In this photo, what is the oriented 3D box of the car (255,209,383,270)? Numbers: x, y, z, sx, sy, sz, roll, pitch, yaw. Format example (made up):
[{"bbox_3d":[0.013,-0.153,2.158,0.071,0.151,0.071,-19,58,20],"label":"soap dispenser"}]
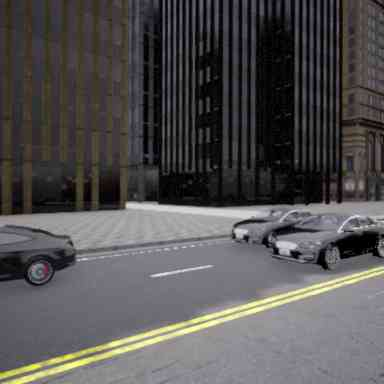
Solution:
[{"bbox_3d":[4.662,1.442,10.931,4.902,1.511,2.128,0,0,-35],"label":"car"}]

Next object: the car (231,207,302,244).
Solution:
[{"bbox_3d":[3.854,1.434,14.331,4.902,1.511,2.128,-1,0,-35],"label":"car"}]

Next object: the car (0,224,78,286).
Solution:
[{"bbox_3d":[-5.160,1.525,7.866,4.674,1.442,1.812,0,0,-35],"label":"car"}]
